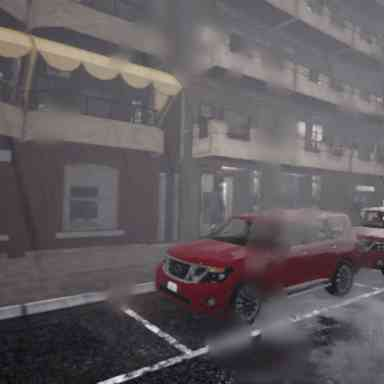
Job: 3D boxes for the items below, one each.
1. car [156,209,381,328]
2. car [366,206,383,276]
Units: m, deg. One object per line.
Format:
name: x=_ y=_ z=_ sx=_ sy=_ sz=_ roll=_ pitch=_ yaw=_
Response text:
car: x=1.713 y=1.359 z=7.294 sx=5.009 sy=1.841 sz=2.192 roll=1 pitch=1 yaw=-35
car: x=6.214 y=1.404 z=10.507 sx=5.009 sy=1.841 sz=2.192 roll=1 pitch=1 yaw=-35
